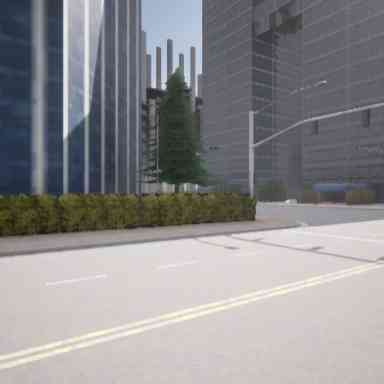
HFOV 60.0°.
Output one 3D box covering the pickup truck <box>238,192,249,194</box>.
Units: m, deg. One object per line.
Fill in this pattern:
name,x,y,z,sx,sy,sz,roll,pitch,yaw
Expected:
pickup truck,10.868,1.015,69.356,2.390,2.098,6.274,0,0,-6
